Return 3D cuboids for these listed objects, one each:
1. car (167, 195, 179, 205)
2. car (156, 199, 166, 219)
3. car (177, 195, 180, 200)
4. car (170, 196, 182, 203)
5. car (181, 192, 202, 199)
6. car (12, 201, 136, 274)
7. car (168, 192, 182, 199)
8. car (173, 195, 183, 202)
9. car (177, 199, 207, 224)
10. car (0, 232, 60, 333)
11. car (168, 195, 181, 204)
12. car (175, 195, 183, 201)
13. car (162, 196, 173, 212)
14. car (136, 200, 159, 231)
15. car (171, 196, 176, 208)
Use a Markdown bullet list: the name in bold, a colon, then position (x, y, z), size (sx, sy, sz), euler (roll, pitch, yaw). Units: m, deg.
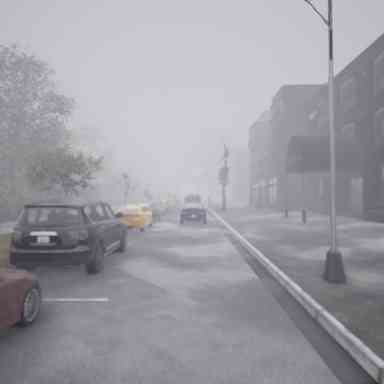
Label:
- **car**: position (-3.655, 1.627, 48.543), size (2.231, 1.521, 4.892), euler (0, -1, 2)
- **car**: position (-3.654, 1.552, 26.353), size (2.097, 1.535, 5.008), euler (0, 0, 2)
- **car**: position (-3.655, 1.621, 54.085), size (2.097, 1.535, 5.008), euler (0, 0, 2)
- **car**: position (-3.668, 1.692, 76.296), size (2.163, 1.488, 4.792), euler (-1, 0, 2)
- **car**: position (0.097, 1.318, 42.953), size (2.150, 2.045, 5.566), euler (0, 0, 0)
- **car**: position (-3.654, 1.285, 10.922), size (2.435, 2.045, 5.566), euler (0, 0, 1)
- **car**: position (-3.655, 1.366, 63.038), size (2.435, 2.045, 5.566), euler (0, 0, 2)
- **car**: position (-3.651, 1.629, 87.544), size (1.946, 1.575, 5.366), euler (0, 1, 2)
- **car**: position (0.098, 1.526, 25.517), size (1.882, 1.535, 5.008), euler (0, 0, 0)
- **car**: position (-3.653, 1.552, 4.176), size (2.002, 1.452, 4.674), euler (0, 0, 0)
- **car**: position (-3.658, 1.507, 70.692), size (2.185, 1.767, 4.553), euler (0, 0, 2)
- **car**: position (-3.658, 1.658, 93.680), size (2.002, 1.452, 4.674), euler (0, 0, 2)
- **car**: position (-3.647, 1.577, 36.606), size (1.946, 1.575, 5.366), euler (0, 0, 2)
- **car**: position (-3.653, 1.526, 20.805), size (2.097, 1.535, 5.008), euler (0, 0, 2)
- **car**: position (-3.655, 1.611, 42.987), size (2.097, 1.535, 5.008), euler (0, 0, 2)
